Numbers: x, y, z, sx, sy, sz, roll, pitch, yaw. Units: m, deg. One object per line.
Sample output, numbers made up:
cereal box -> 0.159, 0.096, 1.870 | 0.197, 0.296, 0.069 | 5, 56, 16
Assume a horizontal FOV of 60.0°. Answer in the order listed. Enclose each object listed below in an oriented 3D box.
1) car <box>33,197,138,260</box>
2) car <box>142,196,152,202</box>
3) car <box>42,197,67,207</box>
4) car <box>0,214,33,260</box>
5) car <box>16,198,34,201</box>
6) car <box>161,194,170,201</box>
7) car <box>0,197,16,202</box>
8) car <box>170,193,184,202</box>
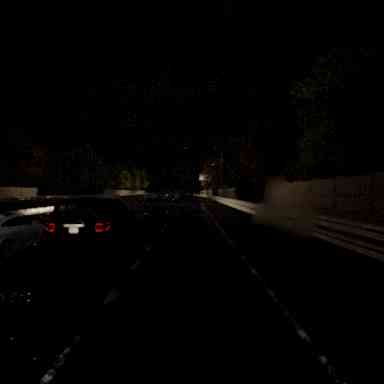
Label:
car -> -3.492, 1.224, 12.511 | 2.150, 2.045, 5.566 | 0, 0, 0
car -> -10.465, 1.572, 77.456 | 1.994, 1.385, 4.181 | 0, 0, 0
car -> -21.010, 1.535, 50.928 | 1.812, 1.442, 4.674 | 0, 0, 1
car -> -6.994, 1.528, 12.309 | 1.812, 1.442, 4.674 | 0, 0, 0
car -> -24.504, 1.573, 50.899 | 1.994, 1.385, 4.181 | 0, 0, 1
car -> -6.962, 1.562, 85.513 | 2.033, 1.411, 5.357 | 0, 0, 0
car -> -27.998, 1.536, 50.859 | 1.812, 1.442, 4.674 | 0, 0, 1
car -> -3.465, 1.560, 77.906 | 2.033, 1.411, 5.357 | 0, 0, 0
